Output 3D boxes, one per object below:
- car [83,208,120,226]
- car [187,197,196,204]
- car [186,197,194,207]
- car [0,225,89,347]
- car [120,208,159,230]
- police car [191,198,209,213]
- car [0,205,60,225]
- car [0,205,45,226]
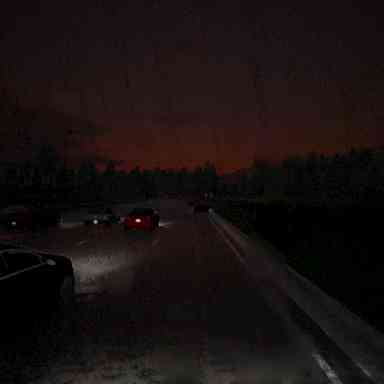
[{"bbox_3d":[-6.905,1.875,26.044,1.895,1.301,4.718,0,-1,0],"label":"car"},{"bbox_3d":[-0.014,2.028,79.396,2.097,1.767,4.553,0,-1,0],"label":"car"},{"bbox_3d":[-0.011,2.184,64.424,1.837,1.490,4.892,0,-1,0],"label":"car"},{"bbox_3d":[-3.400,1.546,5.140,2.128,1.511,4.902,0,-1,0],"label":"car"},{"bbox_3d":[-3.405,1.807,23.036,1.994,1.385,4.181,0,-1,0],"label":"car"},{"bbox_3d":[1.217,1.889,44.104,1.930,1.638,5.238,0,-1,0],"label":"police car"},{"bbox_3d":[-10.402,1.708,21.945,1.882,1.535,5.008,0,-1,0],"label":"car"},{"bbox_3d":[-13.918,1.810,27.141,1.812,1.442,4.674,0,-1,0],"label":"car"}]
